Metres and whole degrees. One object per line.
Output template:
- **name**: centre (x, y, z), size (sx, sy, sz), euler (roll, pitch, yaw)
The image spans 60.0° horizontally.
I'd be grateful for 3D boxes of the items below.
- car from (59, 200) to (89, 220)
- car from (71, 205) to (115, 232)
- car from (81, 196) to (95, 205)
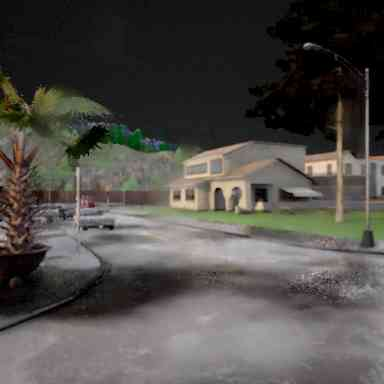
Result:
- **car**: centre (-11.361, 1.800, 31.370), size (1.837, 1.490, 4.892), euler (0, -1, -27)
- **car**: centre (-6.541, 1.809, 22.159), size (1.895, 1.301, 4.718), euler (0, -1, -28)
- **car**: centre (-15.775, 1.685, 50.034), size (2.150, 2.045, 5.566), euler (0, -1, -17)
